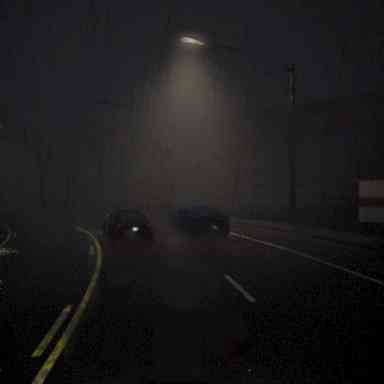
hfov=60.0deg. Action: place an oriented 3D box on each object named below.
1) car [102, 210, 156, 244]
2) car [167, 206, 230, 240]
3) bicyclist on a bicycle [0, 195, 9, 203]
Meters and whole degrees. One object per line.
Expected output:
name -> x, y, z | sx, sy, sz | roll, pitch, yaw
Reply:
car -> -3.103, 1.534, 15.916 | 1.994, 1.385, 4.181 | 0, 0, -20
car -> 0.180, 1.432, 17.106 | 1.882, 1.535, 5.008 | 0, 0, -20
bicyclist on a bicycle -> -34.092, 1.272, 60.407 | 1.656, 1.620, 0.582 | 0, 0, -16
